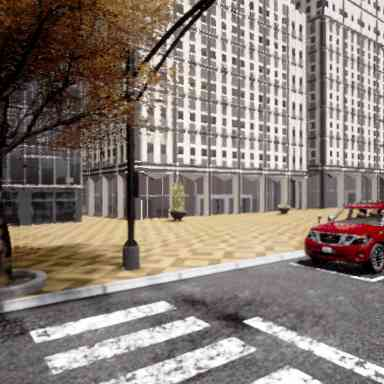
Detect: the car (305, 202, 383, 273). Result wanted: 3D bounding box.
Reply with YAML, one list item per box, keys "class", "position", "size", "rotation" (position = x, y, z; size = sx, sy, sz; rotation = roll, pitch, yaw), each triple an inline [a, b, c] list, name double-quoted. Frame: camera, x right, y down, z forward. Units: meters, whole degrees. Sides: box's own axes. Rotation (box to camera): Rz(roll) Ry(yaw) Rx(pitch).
- class: "car"
  position: [5.801, 1.278, 10.704]
  size: [5.009, 1.841, 2.192]
  rotation: [0, 0, -36]
